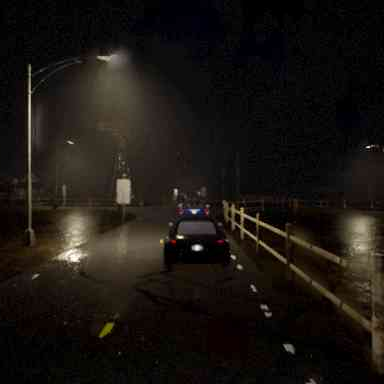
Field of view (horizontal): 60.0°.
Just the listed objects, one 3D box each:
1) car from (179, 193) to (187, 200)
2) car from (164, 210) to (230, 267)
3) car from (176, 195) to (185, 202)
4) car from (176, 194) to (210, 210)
[{"bbox_3d":[-2.567,1.288,92.394,2.097,1.767,4.553,0,0,0],"label":"car"},{"bbox_3d":[0.127,1.509,11.212,1.994,1.385,4.181,0,0,0],"label":"car"},{"bbox_3d":[-2.602,1.379,76.770,1.882,1.535,5.008,0,0,0],"label":"car"},{"bbox_3d":[0.139,1.263,22.797,2.097,1.767,4.553,0,0,0],"label":"car"}]
